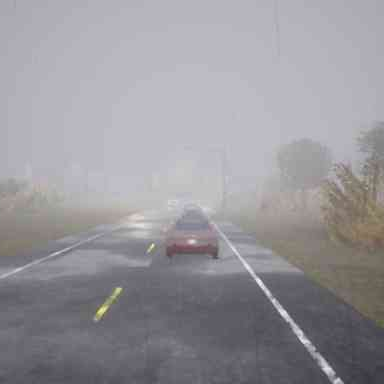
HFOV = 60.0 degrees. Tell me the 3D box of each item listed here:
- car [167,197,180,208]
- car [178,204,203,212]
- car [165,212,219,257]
[{"bbox_3d":[-3.529,1.924,64.555,2.150,2.045,5.566,0,-1,0],"label":"car"},{"bbox_3d":[0.018,1.831,28.904,1.812,1.442,4.674,0,0,0],"label":"car"},{"bbox_3d":[0.018,1.707,13.516,1.994,1.385,4.181,0,-1,0],"label":"car"}]
